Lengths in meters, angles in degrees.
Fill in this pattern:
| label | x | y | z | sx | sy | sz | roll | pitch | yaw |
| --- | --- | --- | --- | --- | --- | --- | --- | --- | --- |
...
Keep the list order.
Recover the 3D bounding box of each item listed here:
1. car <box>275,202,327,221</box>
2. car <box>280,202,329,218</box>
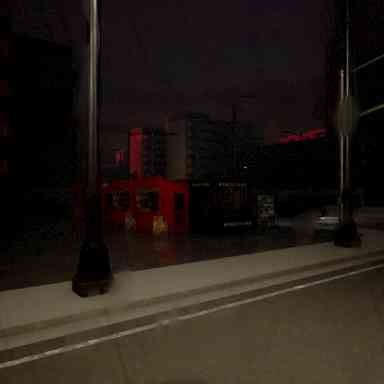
| label | x | y | z | sx | sy | sz | roll | pitch | yaw |
| --- | --- | --- | --- | --- | --- | --- | --- | --- | --- |
| car | 9.048 | 1.635 | 29.086 | 1.837 | 1.490 | 4.892 | 0 | -1 | -36 |
| car | 10.923 | 1.714 | 32.463 | 1.994 | 1.385 | 4.181 | 0 | -1 | -36 |
